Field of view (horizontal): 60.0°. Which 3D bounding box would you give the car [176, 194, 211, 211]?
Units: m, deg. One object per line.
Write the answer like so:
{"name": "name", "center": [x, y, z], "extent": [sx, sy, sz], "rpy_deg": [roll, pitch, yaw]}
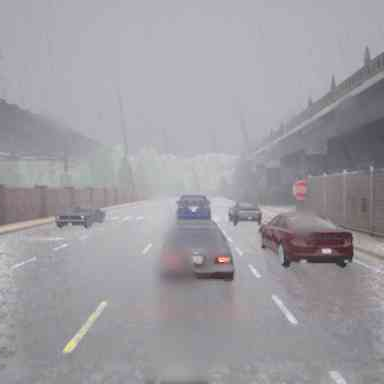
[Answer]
{"name": "car", "center": [0.100, 1.151, 22.133], "extent": [2.150, 2.045, 5.566], "rpy_deg": [0, 0, 0]}

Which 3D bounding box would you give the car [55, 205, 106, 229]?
{"name": "car", "center": [-7.036, 1.533, 21.412], "extent": [1.895, 1.301, 4.718], "rpy_deg": [0, 0, 1]}

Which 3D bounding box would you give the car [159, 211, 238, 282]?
{"name": "car", "center": [0.094, 1.514, 9.721], "extent": [2.033, 1.411, 5.357], "rpy_deg": [0, 0, 0]}

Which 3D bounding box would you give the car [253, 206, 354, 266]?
{"name": "car", "center": [3.599, 1.441, 11.357], "extent": [1.882, 1.535, 5.008], "rpy_deg": [0, 0, 0]}

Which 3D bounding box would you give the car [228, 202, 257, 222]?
{"name": "car", "center": [3.601, 1.417, 23.090], "extent": [2.128, 1.511, 4.902], "rpy_deg": [0, 0, 0]}

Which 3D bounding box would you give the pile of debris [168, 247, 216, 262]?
{"name": "pile of debris", "center": [-0.001, 2.138, 11.473], "extent": [1.500, 0.140, 1.860], "rpy_deg": [0, 0, 0]}
